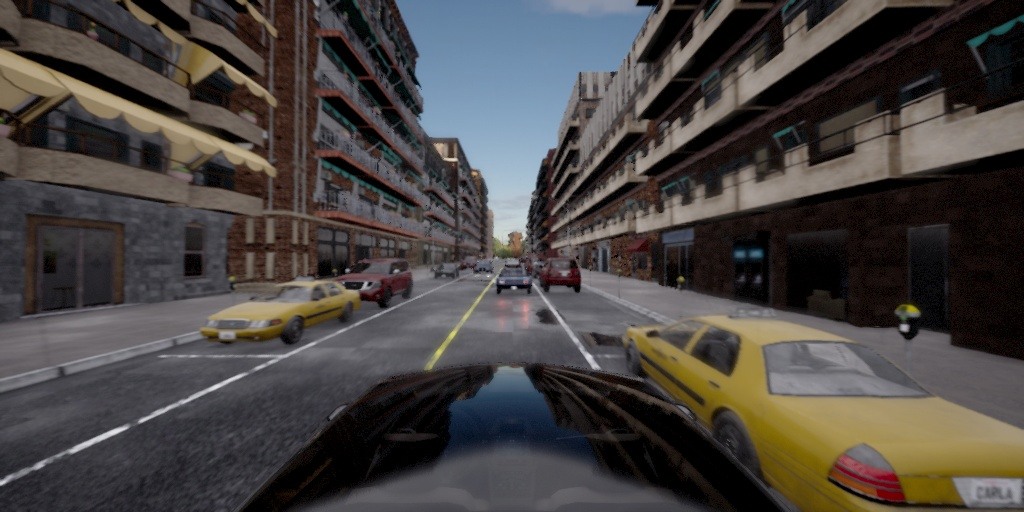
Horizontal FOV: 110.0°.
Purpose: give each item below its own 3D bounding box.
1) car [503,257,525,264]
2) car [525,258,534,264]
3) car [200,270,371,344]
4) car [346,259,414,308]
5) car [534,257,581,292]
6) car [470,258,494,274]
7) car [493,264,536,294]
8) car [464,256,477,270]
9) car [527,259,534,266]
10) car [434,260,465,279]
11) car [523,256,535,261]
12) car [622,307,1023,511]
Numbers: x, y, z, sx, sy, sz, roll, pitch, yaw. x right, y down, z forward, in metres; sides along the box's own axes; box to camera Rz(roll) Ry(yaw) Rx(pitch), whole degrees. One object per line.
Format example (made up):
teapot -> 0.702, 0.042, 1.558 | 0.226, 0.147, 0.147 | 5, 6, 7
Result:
car -> 0.101, 1.165, 38.055 | 1.882, 1.535, 5.008 | 0, 0, 0
car -> 2.693, 1.234, 37.546 | 1.888, 1.381, 4.507 | 0, 0, 0
car -> -5.689, 1.261, 9.571 | 1.751, 1.417, 4.829 | 0, 0, 0
car -> -5.689, 1.040, 15.309 | 2.192, 1.841, 5.009 | 0, 0, 0
car -> 2.693, 1.031, 20.843 | 2.192, 1.841, 5.009 | 0, 0, 0
car -> -3.059, 1.250, 39.295 | 1.994, 1.385, 4.181 | 0, 0, 0
car -> 0.104, 1.318, 20.190 | 1.895, 1.301, 4.718 | 0, 0, 0
car -> -5.687, 0.985, 48.716 | 2.192, 1.841, 5.009 | 0, 0, 0
car -> 2.693, 1.248, 31.979 | 2.007, 1.370, 4.403 | 0, 0, 0
car -> -5.688, 1.263, 32.013 | 1.948, 1.339, 4.313 | 0, 0, 0
car -> 2.693, 0.994, 43.114 | 2.192, 1.841, 5.009 | 0, 0, 0
car -> 2.692, 1.271, 4.309 | 1.751, 1.417, 4.829 | 0, 0, 0
